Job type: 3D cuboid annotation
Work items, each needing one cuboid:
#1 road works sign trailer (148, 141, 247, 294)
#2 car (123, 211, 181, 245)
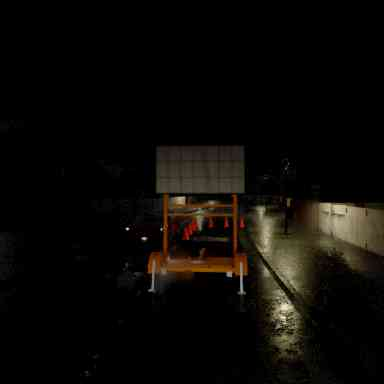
[{"bbox_3d":[0.226,0.470,8.834,2.380,3.560,2.880,0,0,5],"label":"road works sign trailer"},{"bbox_3d":[-1.748,1.619,15.878,1.895,1.301,4.718,0,0,6],"label":"car"}]
